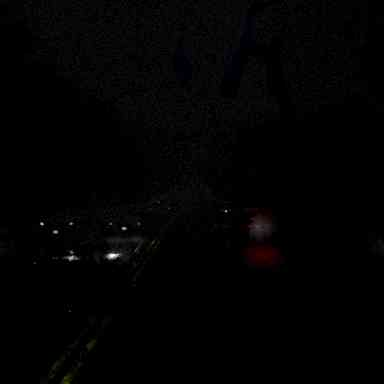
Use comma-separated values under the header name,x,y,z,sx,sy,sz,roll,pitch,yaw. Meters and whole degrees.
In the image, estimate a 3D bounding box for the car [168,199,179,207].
name,x,y,z,sx,sy,sz,roll,pitch,yaw
car,-3.286,1.952,59.805,2.033,1.411,5.357,0,-1,1

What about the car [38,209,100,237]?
name,x,y,z,sx,sy,sz,roll,pitch,yaw
car,-6.602,1.645,18.341,1.895,1.301,4.718,0,0,0

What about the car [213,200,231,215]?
name,x,y,z,sx,sy,sz,roll,pitch,yaw
car,3.347,1.640,35.054,1.837,1.490,4.892,0,-1,0

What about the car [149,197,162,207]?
name,x,y,z,sx,sy,sz,roll,pitch,yaw
car,-6.543,1.759,59.949,2.097,1.767,4.553,0,-1,1

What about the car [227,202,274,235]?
name,x,y,z,sx,sy,sz,roll,pitch,yaw
car,3.349,1.552,19.169,1.837,1.490,4.892,0,0,0

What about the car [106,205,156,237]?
name,x,y,z,sx,sy,sz,roll,pitch,yaw
car,-3.352,1.608,18.364,1.994,1.385,4.181,0,0,0
